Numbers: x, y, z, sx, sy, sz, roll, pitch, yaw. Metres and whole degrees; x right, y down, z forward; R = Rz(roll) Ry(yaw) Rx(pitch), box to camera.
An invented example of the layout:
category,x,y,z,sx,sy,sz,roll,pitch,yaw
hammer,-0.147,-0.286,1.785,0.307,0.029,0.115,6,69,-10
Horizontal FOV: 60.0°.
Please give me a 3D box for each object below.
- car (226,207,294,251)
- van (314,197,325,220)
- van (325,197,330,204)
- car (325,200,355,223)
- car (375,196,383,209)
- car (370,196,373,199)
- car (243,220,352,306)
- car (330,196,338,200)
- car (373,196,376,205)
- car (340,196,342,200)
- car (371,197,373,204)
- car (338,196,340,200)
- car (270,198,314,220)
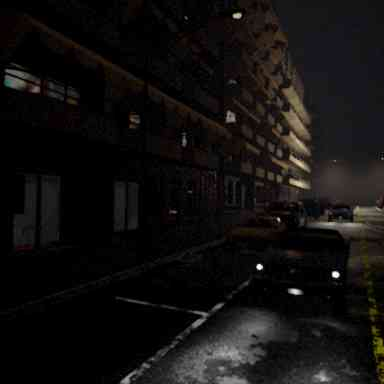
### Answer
category,x,y,z,sx,sy,sz,roll,pitch,yaw
car,2.865,1.587,13.997,1.752,1.417,4.829,2,1,26
van,10.278,1.489,29.029,1.690,1.788,3.998,2,0,26
van,12.723,1.523,33.992,1.690,1.788,3.998,2,0,26
car,12.386,1.674,27.559,1.812,1.442,4.674,0,0,26
car,29.514,1.650,50.312,2.192,1.841,5.009,1,0,26
car,44.183,1.921,80.082,2.192,1.841,5.009,1,0,26
car,2.981,1.640,8.471,1.895,1.301,4.718,0,0,26
car,17.613,1.567,43.913,2.192,1.841,5.009,2,0,26
car,34.401,1.857,60.237,1.967,1.590,4.097,1,0,26
car,24.941,1.934,58.797,1.947,1.339,4.313,2,0,26
car,39.287,2.089,70.160,1.802,1.307,4.206,1,0,26
car,20.058,1.604,48.873,2.192,1.841,5.009,2,0,26
car,5.391,1.404,19.110,2.192,1.841,5.009,2,1,26
